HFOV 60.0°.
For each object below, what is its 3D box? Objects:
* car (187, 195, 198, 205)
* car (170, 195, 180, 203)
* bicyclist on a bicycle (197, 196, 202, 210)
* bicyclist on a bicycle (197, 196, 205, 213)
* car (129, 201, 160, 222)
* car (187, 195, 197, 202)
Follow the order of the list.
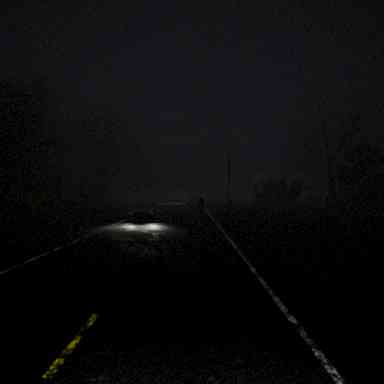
[{"bbox_3d":[0.095,1.414,56.680,2.033,1.411,5.357,0,0,0],"label":"car"},{"bbox_3d":[-3.496,1.358,67.396,1.812,1.442,4.674,0,0,0],"label":"car"},{"bbox_3d":[0.966,1.358,41.641,0.582,1.620,1.656,0,0,0],"label":"bicyclist on a bicycle"},{"bbox_3d":[0.965,1.380,32.488,0.582,1.620,1.656,0,0,0],"label":"bicyclist on a bicycle"},{"bbox_3d":[-3.596,1.422,25.597,1.882,1.535,5.008,0,0,0],"label":"car"},{"bbox_3d":[0.004,1.373,74.043,1.994,1.385,4.181,0,0,0],"label":"car"}]
